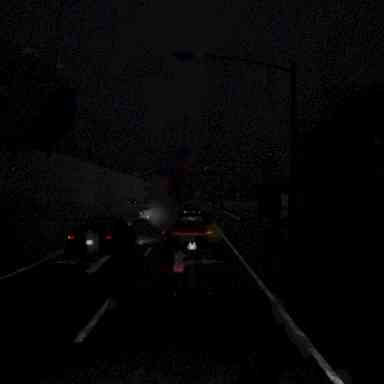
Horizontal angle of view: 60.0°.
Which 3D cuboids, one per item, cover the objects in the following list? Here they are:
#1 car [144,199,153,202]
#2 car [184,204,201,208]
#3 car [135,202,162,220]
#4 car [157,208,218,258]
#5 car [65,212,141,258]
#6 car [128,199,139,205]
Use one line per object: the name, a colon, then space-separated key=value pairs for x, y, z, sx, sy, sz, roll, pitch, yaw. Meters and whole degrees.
car: x=-10.513 y=2.388 z=80.017 sx=1.812 sy=1.442 sz=4.674 roll=0 pitch=-1 yaw=0
car: x=0.013 y=1.801 z=28.488 sx=2.128 sy=1.511 sz=4.902 roll=0 pitch=0 yaw=0
car: x=-3.579 y=1.838 z=28.861 sx=1.812 sy=1.442 sz=4.674 roll=0 pitch=0 yaw=-2
car: x=0.015 y=1.640 z=13.489 sx=2.128 sy=1.511 sz=4.902 roll=0 pitch=0 yaw=0
car: x=-3.486 y=1.710 z=13.374 sx=1.994 sy=1.385 sz=4.181 roll=0 pitch=-1 yaw=0
car: x=-14.013 y=2.364 z=80.017 sx=1.837 sy=1.490 sz=4.892 roll=0 pitch=-1 yaw=0
